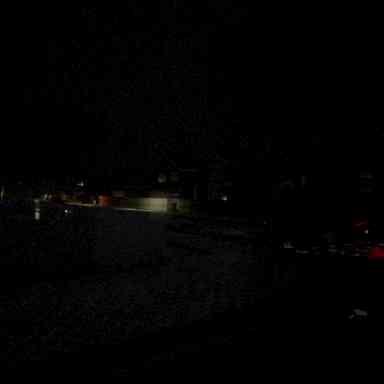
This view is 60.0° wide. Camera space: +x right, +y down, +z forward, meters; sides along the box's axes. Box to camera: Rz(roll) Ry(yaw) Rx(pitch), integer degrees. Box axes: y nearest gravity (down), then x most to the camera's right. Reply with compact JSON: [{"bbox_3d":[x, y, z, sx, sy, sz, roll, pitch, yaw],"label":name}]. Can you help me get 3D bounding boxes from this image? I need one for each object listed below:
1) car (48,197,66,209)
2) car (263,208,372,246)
[{"bbox_3d":[-19.036,1.513,46.632,1.837,1.490,4.892,0,0,-35],"label":"car"},{"bbox_3d":[5.581,1.489,15.471,1.882,1.535,5.008,-3,1,-38],"label":"car"}]
